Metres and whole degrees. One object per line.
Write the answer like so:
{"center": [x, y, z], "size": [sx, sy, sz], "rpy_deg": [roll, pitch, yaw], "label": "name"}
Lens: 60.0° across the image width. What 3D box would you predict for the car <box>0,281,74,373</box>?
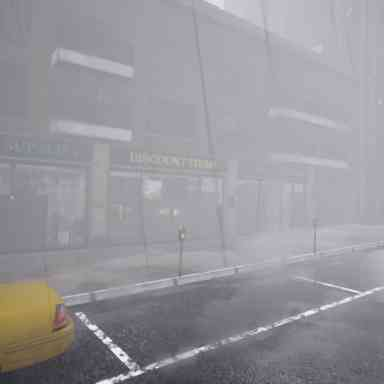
{"center": [-3.789, 1.525, 3.368], "size": [4.829, 1.417, 1.752], "rpy_deg": [0, 2, -35], "label": "car"}
